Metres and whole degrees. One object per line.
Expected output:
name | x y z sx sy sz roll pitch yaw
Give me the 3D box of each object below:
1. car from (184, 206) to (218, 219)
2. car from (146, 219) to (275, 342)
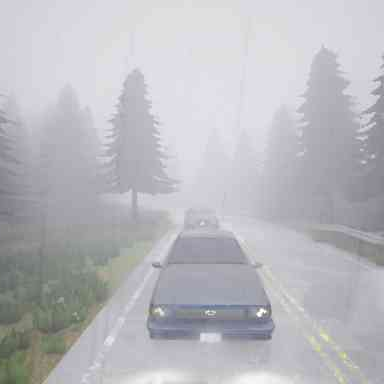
car | 0.510 1.584 20.332 1.994 1.385 4.181 0 0 -2
car | 0.308 1.558 7.103 2.033 1.411 5.357 0 0 1
